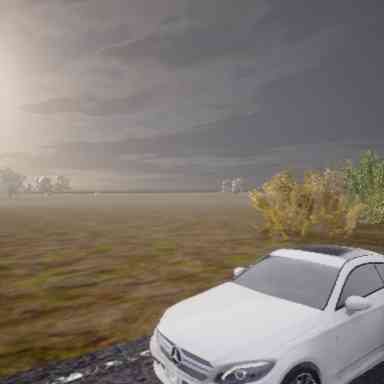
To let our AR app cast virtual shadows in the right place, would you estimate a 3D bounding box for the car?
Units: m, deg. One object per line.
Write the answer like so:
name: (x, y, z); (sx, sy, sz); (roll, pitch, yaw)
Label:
car: (1.696, 1.534, 4.632); (4.674, 1.442, 1.812); (0, 0, -36)
